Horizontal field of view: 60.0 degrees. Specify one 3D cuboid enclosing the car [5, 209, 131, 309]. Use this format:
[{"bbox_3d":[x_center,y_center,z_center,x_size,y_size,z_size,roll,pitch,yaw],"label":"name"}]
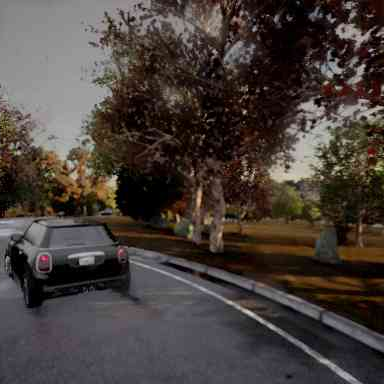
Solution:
[{"bbox_3d":[-3.331,1.432,8.472,2.097,1.767,4.553,0,-1,-34],"label":"car"}]
